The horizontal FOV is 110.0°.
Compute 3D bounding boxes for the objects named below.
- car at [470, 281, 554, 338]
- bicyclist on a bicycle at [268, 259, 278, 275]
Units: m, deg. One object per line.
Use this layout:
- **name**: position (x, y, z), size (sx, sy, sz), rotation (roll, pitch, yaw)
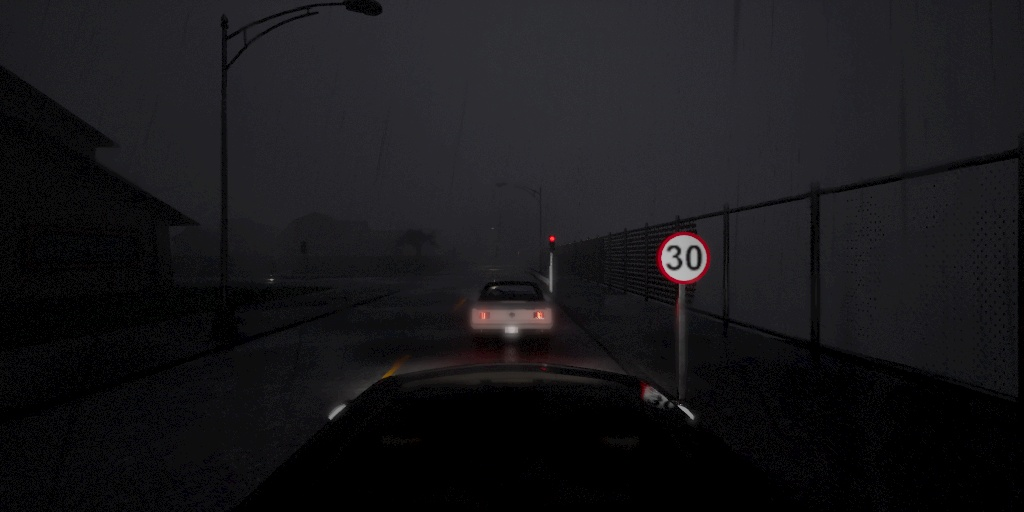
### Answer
- **car**: position (-0.002, 1.354, 10.177), size (1.895, 1.301, 4.718), rotation (0, 0, 0)
- **bicyclist on a bicycle**: position (-24.324, 1.114, 36.485), size (0.582, 1.620, 1.656), rotation (0, 0, 0)
